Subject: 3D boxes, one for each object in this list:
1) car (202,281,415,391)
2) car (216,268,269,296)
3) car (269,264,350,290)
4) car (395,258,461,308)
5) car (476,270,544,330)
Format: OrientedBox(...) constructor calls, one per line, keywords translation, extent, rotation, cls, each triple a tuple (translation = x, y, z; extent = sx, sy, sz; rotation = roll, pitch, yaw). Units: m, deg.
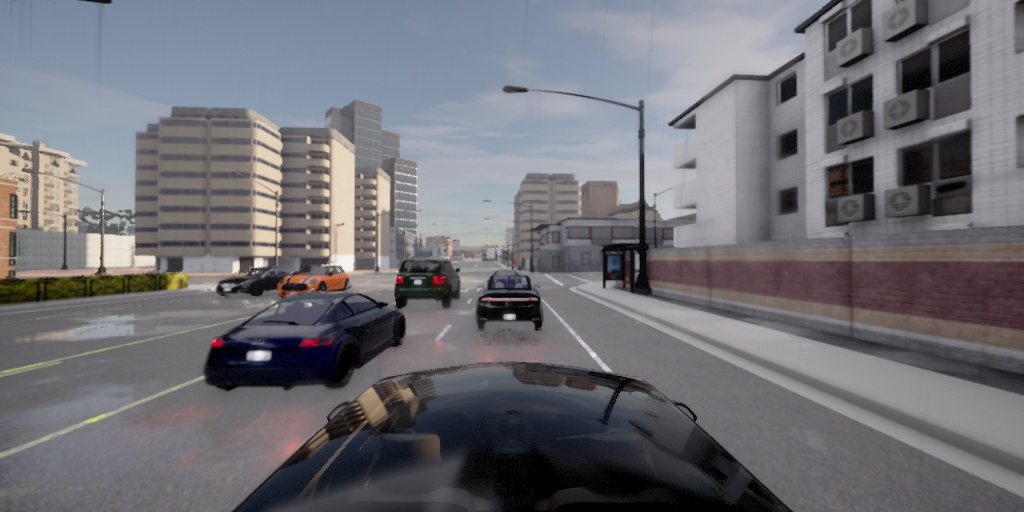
OrientedBox(translation=(-3.513, 1.371, 6.983), extent=(1.994, 1.385, 4.181), rotation=(0, -1, 0), cls="car")
OrientedBox(translation=(-14.399, 1.447, 20.518), extent=(2.128, 1.511, 4.902), rotation=(0, -1, -2), cls="car")
OrientedBox(translation=(-10.891, 1.299, 20.050), extent=(2.097, 1.767, 4.553), rotation=(0, 0, -1), cls="car")
OrientedBox(translation=(-3.664, 1.128, 16.395), extent=(2.150, 2.045, 5.566), rotation=(0, -1, -2), cls="car")
OrientedBox(translation=(-0.082, 1.346, 11.506), extent=(2.128, 1.511, 4.902), rotation=(0, 0, -1), cls="car")
